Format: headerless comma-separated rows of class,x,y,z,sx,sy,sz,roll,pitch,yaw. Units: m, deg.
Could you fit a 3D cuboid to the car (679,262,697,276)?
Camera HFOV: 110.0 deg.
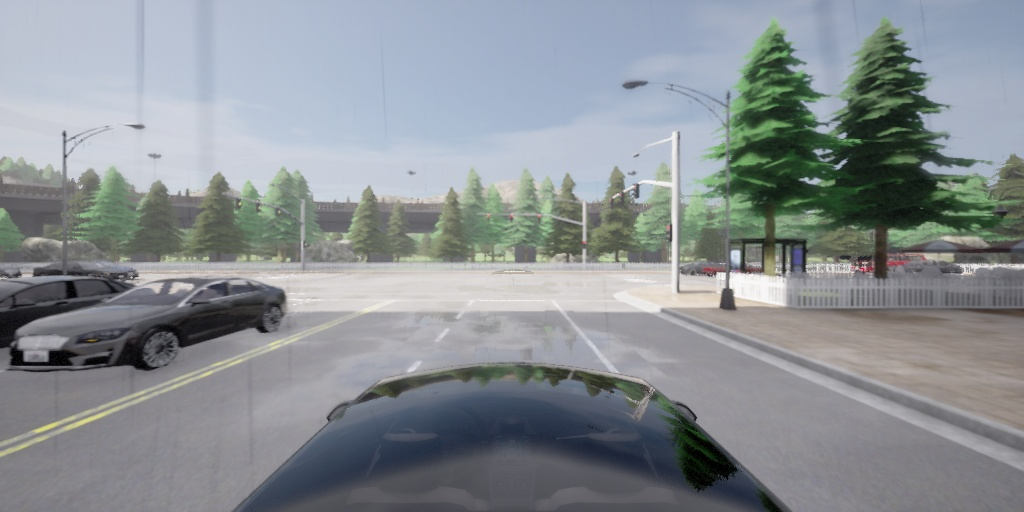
car,18.039,1.168,34.138,4.181,1.385,1.994,0,0,1

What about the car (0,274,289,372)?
car,-7.016,1.216,7.756,2.128,1.511,4.902,0,0,1

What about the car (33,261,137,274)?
car,-28.258,1.073,23.630,5.008,1.535,1.882,0,0,0

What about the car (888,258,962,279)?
car,34.511,1.137,30.171,4.892,1.490,1.837,0,0,6

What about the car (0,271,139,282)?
car,-10.517,1.227,7.752,1.837,1.490,4.892,0,0,1

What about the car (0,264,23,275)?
car,-40.094,1.063,26.903,4.902,1.511,2.128,0,0,-3

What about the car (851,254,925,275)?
car,35.412,0.843,33.640,5.566,2.045,2.150,0,0,6

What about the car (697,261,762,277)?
car,18.862,1.218,30.656,4.718,1.301,1.895,0,0,0

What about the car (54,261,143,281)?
car,-31.196,1.107,27.156,4.674,1.442,1.812,0,0,0
